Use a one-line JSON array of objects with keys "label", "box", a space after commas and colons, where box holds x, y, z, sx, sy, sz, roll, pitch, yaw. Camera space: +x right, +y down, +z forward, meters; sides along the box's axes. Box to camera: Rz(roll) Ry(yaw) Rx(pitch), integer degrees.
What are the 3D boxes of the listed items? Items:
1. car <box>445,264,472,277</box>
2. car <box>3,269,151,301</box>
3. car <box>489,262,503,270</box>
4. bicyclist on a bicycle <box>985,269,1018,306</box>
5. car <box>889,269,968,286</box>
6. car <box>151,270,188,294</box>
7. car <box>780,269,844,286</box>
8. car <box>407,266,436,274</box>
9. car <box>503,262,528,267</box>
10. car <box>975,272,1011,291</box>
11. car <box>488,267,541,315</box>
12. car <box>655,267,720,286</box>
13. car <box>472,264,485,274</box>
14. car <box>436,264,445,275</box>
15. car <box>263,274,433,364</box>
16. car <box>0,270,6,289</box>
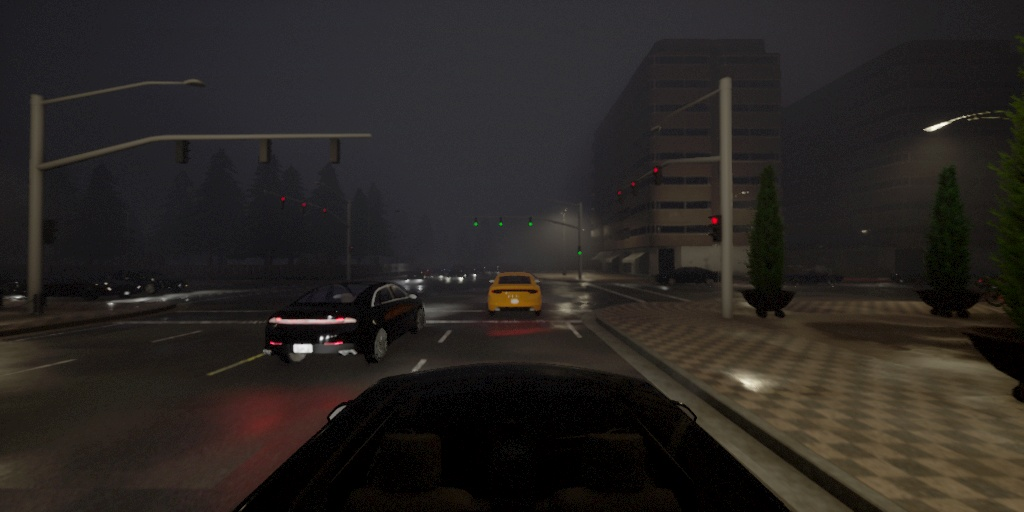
[{"label": "car", "box": [-6.766, 1.813, 45.837, 1.882, 1.535, 5.008, 0, -1, 3]}, {"label": "car", "box": [-23.030, 1.584, 19.115, 5.357, 1.411, 2.033, 0, -1, 3]}, {"label": "car", "box": [-2.226, 1.933, 64.383, 2.097, 1.767, 4.553, 0, -1, 28]}, {"label": "bicyclist on a bicycle", "box": [20.250, 1.276, 14.530, 0.582, 1.620, 1.656, 0, -1, 0]}, {"label": "car", "box": [34.851, 1.782, 30.071, 4.718, 1.301, 1.895, 0, -1, 0]}, {"label": "car", "box": [-23.364, 1.588, 22.591, 4.892, 1.490, 1.837, 0, -1, 0]}, {"label": "car", "box": [24.651, 1.782, 30.029, 4.718, 1.301, 1.895, 0, -1, 0]}, {"label": "car", "box": [-10.466, 1.873, 41.045, 1.895, 1.301, 4.718, 0, -1, 1]}, {"label": "car", "box": [0.649, 2.113, 61.924, 1.994, 1.385, 4.181, 0, -1, 25]}, {"label": "car", "box": [33.010, 1.687, 22.870, 4.718, 1.301, 1.895, 0, -1, 0]}, {"label": "car", "box": [0.103, 1.399, 14.602, 1.882, 1.535, 5.008, 0, 0, 0]}, {"label": "car", "box": [14.574, 1.658, 29.981, 5.008, 1.535, 1.882, 0, -1, 0]}, {"label": "car", "box": [-5.621, 1.964, 55.173, 1.837, 1.490, 4.892, 0, -1, 15]}, {"label": "car", "box": [-9.892, 1.874, 50.433, 1.882, 1.535, 5.008, 0, -1, 7]}, {"label": "car", "box": [-3.409, 1.329, 8.288, 2.128, 1.511, 4.902, 0, -1, 0]}, {"label": "car", "box": [-32.194, 1.608, 22.559, 4.674, 1.442, 1.812, 0, -1, 0]}]
